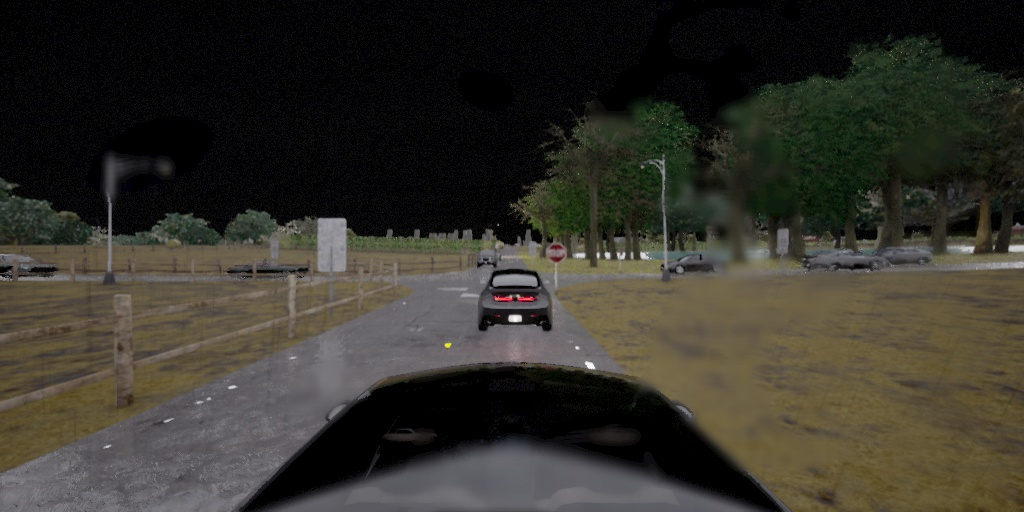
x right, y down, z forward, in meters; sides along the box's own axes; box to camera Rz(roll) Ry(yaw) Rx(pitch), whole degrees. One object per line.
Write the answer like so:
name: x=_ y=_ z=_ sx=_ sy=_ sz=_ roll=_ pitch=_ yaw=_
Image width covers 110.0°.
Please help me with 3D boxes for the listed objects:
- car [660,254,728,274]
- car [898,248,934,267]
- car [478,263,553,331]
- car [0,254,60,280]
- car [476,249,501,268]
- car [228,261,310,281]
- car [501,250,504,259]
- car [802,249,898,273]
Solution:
car: x=14.036 y=0.618 z=27.770 sx=4.892 sy=1.490 sz=1.837 roll=-2 pitch=0 yaw=0
car: x=29.555 y=0.161 z=27.808 sx=4.902 sy=1.511 sz=2.128 roll=-2 pitch=0 yaw=0
car: x=0.084 y=1.118 z=10.454 sx=1.837 sy=1.490 sz=4.892 roll=0 pitch=1 yaw=0
car: x=-34.380 y=0.660 z=24.702 sx=4.553 sy=1.767 sz=2.097 roll=1 pitch=0 yaw=0
car: x=-2.827 y=0.294 z=41.660 sx=2.150 sy=2.045 sz=5.566 roll=0 pitch=1 yaw=0
car: x=-16.552 y=0.989 z=24.743 sx=4.718 sy=1.301 sz=1.895 roll=0 pitch=0 yaw=0
car: x=-2.765 y=0.103 z=61.333 sx=2.128 sy=1.511 sz=4.902 roll=0 pitch=1 yaw=1
car: x=22.961 y=0.370 z=24.853 sx=4.902 sy=1.511 sz=2.128 roll=-2 pitch=0 yaw=0
